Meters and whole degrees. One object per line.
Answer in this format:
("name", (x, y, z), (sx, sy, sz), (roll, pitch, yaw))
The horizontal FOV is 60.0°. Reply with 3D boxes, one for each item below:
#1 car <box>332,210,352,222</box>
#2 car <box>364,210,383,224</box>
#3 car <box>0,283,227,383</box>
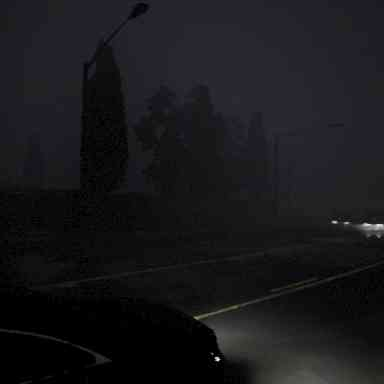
("car", (18.057, 2.815, 39.868), (2.033, 1.411, 5.357), (0, -2, 30))
("car", (20.435, 2.737, 37.219), (2.128, 1.511, 4.902), (1, -2, 31))
("car", (-1.906, 1.510, 2.545), (4.892, 1.490, 1.837), (0, 0, -36))
